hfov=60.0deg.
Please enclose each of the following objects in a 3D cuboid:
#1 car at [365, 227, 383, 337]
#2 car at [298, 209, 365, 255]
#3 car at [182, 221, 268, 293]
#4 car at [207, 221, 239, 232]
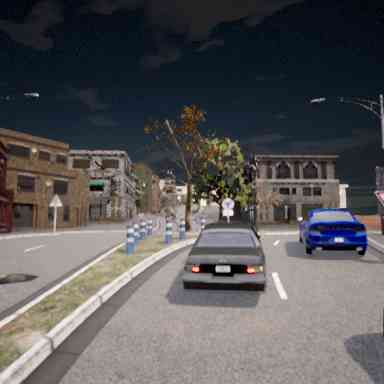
[{"bbox_3d":[3.573,1.341,2.710,2.097,1.767,4.553,0,0,4],"label":"car"},{"bbox_3d":[5.198,1.388,12.745,1.882,1.535,5.008,-2,-2,14],"label":"car"},{"bbox_3d":[0.988,1.516,8.919,2.033,1.411,5.357,-1,0,9],"label":"car"},{"bbox_3d":[4.175,4.715,45.371,4.181,1.385,1.994,-1,-6,5],"label":"car"}]
